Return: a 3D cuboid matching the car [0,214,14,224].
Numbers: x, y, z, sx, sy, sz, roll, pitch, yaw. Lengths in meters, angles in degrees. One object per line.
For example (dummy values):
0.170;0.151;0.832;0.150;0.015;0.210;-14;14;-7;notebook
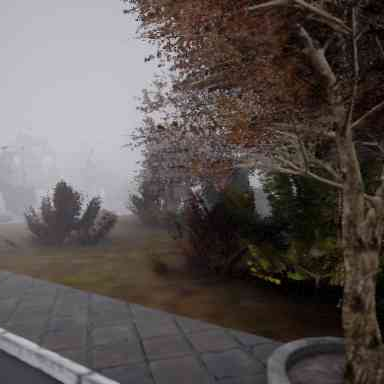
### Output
-19.985;2.596;32.816;1.994;1.385;4.181;-4;-2;33;car
